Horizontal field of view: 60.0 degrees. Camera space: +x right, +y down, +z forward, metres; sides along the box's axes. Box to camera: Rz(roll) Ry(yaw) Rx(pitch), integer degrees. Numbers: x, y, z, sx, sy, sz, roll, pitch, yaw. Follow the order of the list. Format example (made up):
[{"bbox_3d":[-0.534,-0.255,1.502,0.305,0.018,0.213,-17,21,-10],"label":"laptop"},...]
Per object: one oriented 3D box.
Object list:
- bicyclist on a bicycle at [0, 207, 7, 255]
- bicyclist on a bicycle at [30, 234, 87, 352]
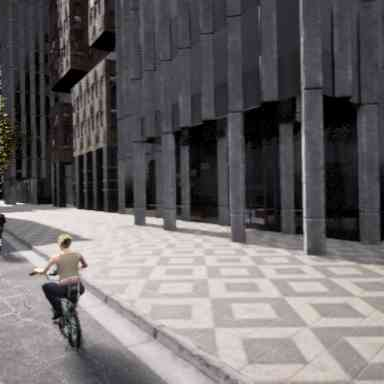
[{"bbox_3d":[-7.349,1.440,12.601,0.659,1.776,1.843,-1,0,-35],"label":"bicyclist on a bicycle"},{"bbox_3d":[-1.957,1.440,5.082,0.866,1.612,1.509,-1,0,-36],"label":"bicyclist on a bicycle"}]
